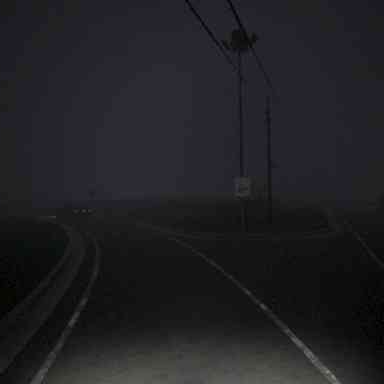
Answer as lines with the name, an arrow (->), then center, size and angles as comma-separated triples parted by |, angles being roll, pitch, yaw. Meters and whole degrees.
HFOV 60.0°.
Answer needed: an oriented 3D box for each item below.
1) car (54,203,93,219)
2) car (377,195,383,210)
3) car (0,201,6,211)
car -> -10.922, 1.682, 30.479 | 2.033, 1.411, 5.357 | -1, 0, -40
car -> 20.548, 1.013, 34.502 | 1.882, 1.535, 5.008 | -1, 0, 21
car -> -27.864, 1.937, 47.208 | 4.674, 1.442, 1.812 | -1, 0, 45
